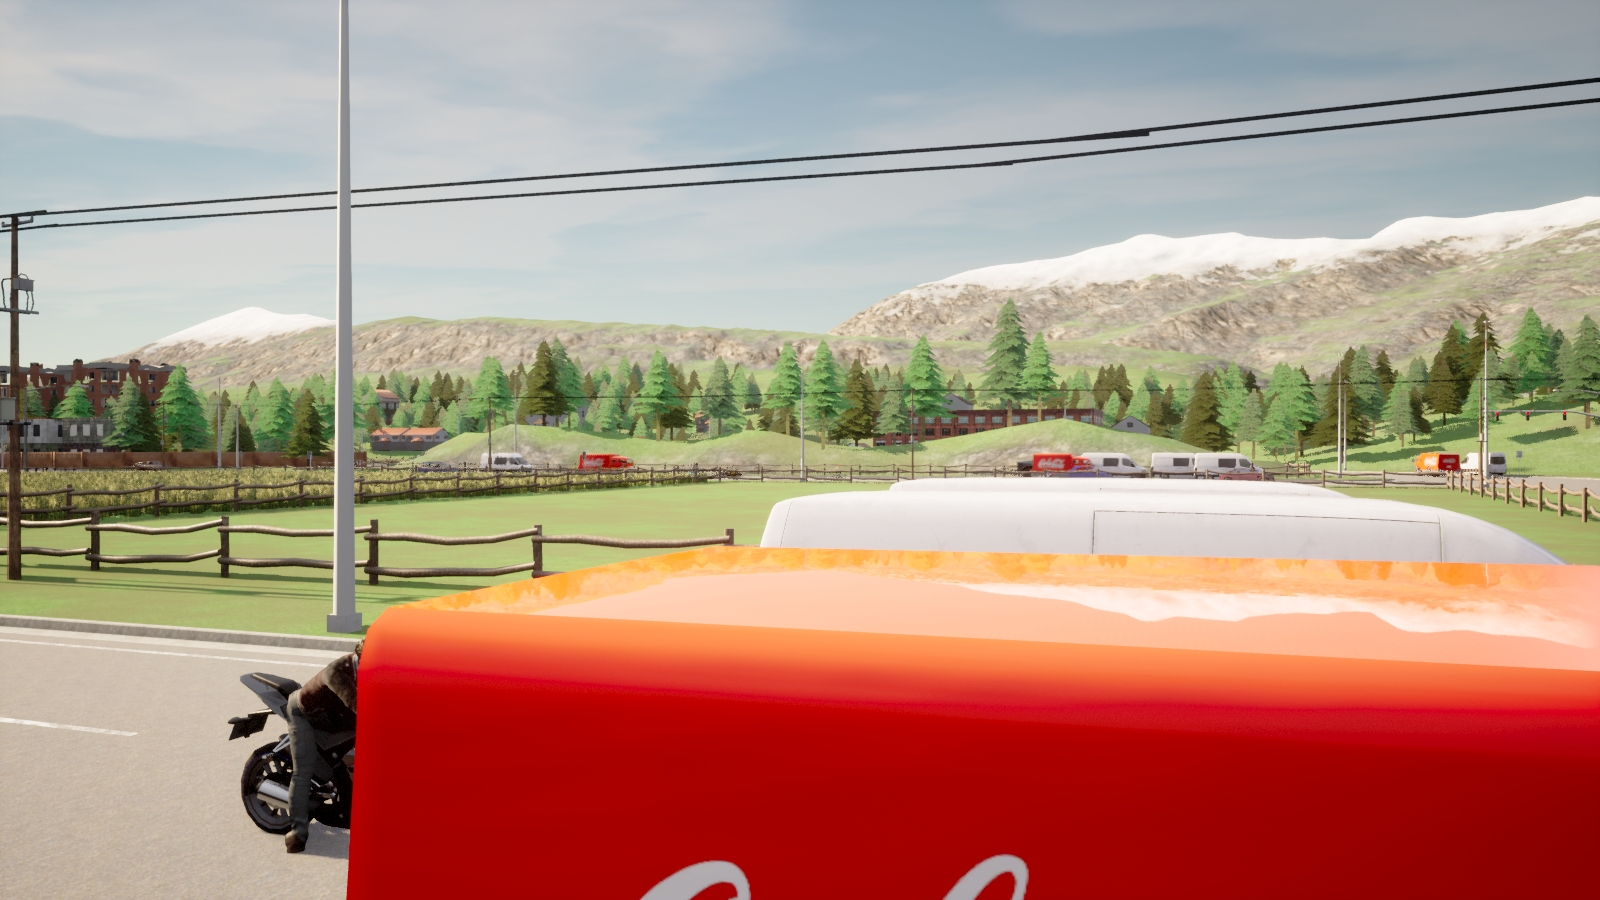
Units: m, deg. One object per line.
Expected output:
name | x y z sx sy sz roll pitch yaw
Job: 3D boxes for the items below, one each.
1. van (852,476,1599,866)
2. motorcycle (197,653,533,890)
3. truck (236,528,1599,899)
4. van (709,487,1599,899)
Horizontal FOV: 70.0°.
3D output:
van | 3.552 1.535 9.450 5.915 2.561 1.988 0 0 20
motorcycle | -3.100 2.209 8.150 2.209 1.251 0.867 0 0 20
truck | 1.689 1.568 2.754 5.204 2.467 2.627 0 0 21
van | 2.633 1.535 6.060 5.915 2.561 1.988 0 0 20
